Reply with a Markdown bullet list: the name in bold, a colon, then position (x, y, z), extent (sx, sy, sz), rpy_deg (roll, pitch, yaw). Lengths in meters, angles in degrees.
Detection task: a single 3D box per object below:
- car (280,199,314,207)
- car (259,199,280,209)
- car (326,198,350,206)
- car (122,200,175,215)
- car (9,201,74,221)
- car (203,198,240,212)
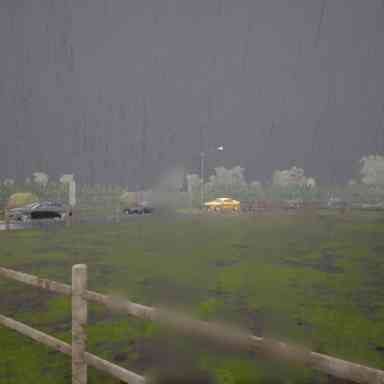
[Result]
- **car**: position (14.478, 1.649, 45.084), extent (4.718, 1.301, 1.895), rpy_deg (0, 0, -37)
- **car**: position (11.433, 1.629, 46.336), extent (4.718, 1.301, 1.895), rpy_deg (0, 0, -38)
- **car**: position (22.394, 1.586, 51.108), extent (4.674, 1.442, 1.812), rpy_deg (0, 0, -36)
- **car**: position (-4.188, 1.555, 33.120), extent (5.357, 1.411, 2.033), rpy_deg (0, 0, -43)
- **car**: position (-11.672, 1.487, 25.904), extent (2.128, 1.511, 4.902), rpy_deg (1, 0, 44)
- **car**: position (3.575, 1.496, 39.935), extent (5.008, 1.535, 1.882), rpy_deg (0, 0, -40)
